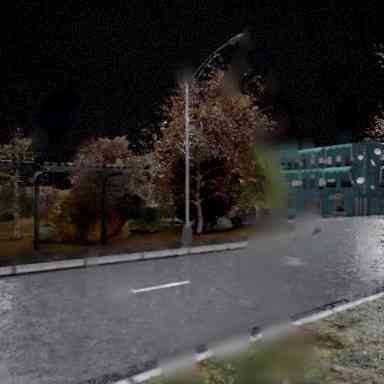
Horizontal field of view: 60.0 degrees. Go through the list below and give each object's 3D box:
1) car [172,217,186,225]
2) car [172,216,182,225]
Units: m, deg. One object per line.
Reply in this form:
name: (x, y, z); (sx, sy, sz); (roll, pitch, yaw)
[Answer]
car: (-2.525, 6.149, 67.850); (1.895, 1.301, 4.718); (0, -6, -12)
car: (-3.792, 7.154, 82.936); (2.150, 2.045, 5.566); (0, -6, 1)
